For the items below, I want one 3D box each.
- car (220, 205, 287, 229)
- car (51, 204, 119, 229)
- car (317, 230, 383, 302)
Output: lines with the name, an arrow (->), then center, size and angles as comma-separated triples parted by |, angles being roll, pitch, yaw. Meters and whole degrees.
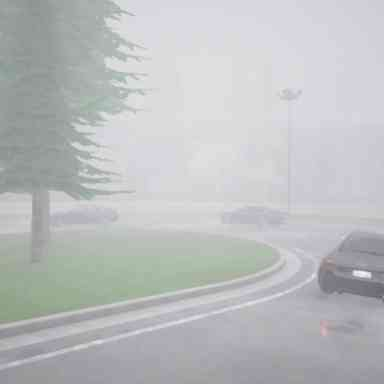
car -> 4.277, 1.709, 23.704 | 4.892, 1.490, 1.837 | 0, -2, 39
car -> -7.325, 1.570, 22.007 | 4.902, 1.511, 2.128 | 1, -1, -18
car -> 4.657, 1.666, 8.385 | 1.994, 1.385, 4.181 | 1, 0, 37
